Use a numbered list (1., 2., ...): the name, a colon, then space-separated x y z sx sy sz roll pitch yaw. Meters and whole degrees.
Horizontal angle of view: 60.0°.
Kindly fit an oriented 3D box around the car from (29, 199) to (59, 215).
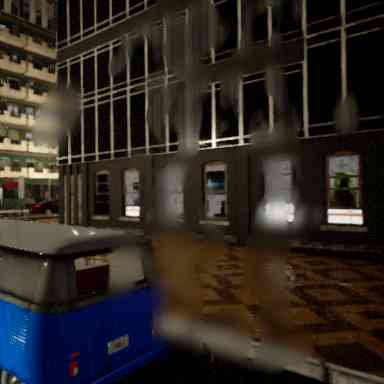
1. car: -11.872 1.315 29.147 1.887 1.381 4.507 -1 0 36

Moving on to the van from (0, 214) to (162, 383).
1. van: -2.259 1.327 4.509 3.998 1.788 1.690 0 -1 36
